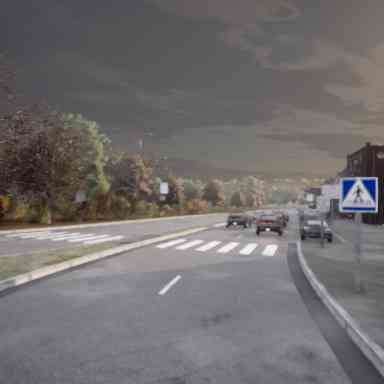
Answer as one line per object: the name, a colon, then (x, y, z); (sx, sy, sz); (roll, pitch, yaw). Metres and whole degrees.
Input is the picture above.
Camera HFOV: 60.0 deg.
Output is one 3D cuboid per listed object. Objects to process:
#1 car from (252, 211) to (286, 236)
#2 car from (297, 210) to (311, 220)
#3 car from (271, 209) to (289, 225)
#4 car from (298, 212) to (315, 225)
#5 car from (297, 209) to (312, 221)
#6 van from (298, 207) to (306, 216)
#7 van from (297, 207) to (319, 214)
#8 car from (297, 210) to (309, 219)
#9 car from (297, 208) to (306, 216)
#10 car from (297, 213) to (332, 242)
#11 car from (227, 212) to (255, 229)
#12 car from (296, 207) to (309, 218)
car: (6.032, 2.490, 25.637); (1.837, 1.490, 4.892); (1, -2, 17)
car: (19.862, 4.060, 59.161); (2.231, 1.521, 4.892); (1, -2, 18)
car: (9.135, 2.934, 35.640); (1.837, 1.490, 4.892); (1, -2, 18)
car: (14.838, 3.391, 43.252); (2.002, 1.452, 4.674); (1, -2, 18)
car: (18.196, 3.698, 53.878); (2.185, 1.767, 4.553); (1, -2, 18)
van: (26.554, 4.775, 80.342); (1.878, 1.987, 4.442); (1, -2, 18)
van: (11.557, 2.663, 32.847); (1.878, 1.987, 4.442); (1, -2, 18)
car: (21.524, 4.293, 64.426); (2.097, 1.535, 5.008); (1, -2, 18)
car: (28.169, 5.104, 85.462); (2.185, 1.767, 4.553); (1, -2, 18)
car: (8.225, 2.458, 22.249); (2.002, 1.452, 4.674); (3, -2, 18)
car: (4.569, 2.659, 31.862); (1.837, 1.490, 4.892); (1, -2, 17)
car: (23.166, 4.273, 69.612); (2.435, 2.045, 5.566); (1, -2, 18)
